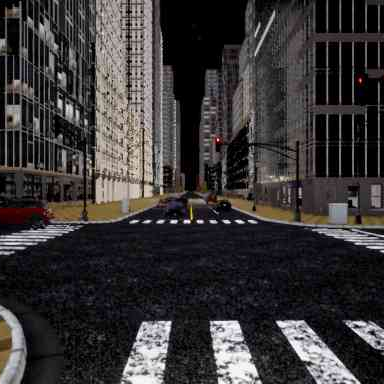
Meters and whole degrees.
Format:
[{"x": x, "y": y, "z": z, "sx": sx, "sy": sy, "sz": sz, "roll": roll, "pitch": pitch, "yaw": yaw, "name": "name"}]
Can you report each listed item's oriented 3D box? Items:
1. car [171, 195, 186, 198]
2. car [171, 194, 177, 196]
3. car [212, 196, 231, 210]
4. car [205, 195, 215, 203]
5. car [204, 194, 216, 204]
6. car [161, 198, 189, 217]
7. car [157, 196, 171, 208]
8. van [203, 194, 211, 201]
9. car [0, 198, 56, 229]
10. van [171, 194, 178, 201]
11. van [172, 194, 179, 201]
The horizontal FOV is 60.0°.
[{"x": -1.582, "y": 1.536, "z": 46.159, "sx": 1.812, "sy": 1.442, "sz": 4.674, "roll": 0, "pitch": 0, "yaw": 0, "name": "car"}, {"x": -4.133, "y": 1.563, "z": 63.861, "sx": 1.947, "sy": 1.339, "sz": 4.313, "roll": 0, "pitch": 0, "yaw": 0, "name": "car"}, {"x": 3.902, "y": 1.579, "z": 41.790, "sx": 1.947, "sy": 1.339, "sz": 4.313, "roll": 0, "pitch": 0, "yaw": 0, "name": "car"}, {"x": 3.720, "y": 1.432, "z": 69.427, "sx": 1.967, "sy": 1.590, "sz": 4.097, "roll": 0, "pitch": 0, "yaw": 0, "name": "car"}, {"x": 3.747, "y": 1.312, "z": 63.899, "sx": 2.192, "sy": 1.841, "sz": 5.009, "roll": 0, "pitch": 0, "yaw": 0, "name": "car"}, {"x": -1.495, "y": 1.565, "z": 31.302, "sx": 2.033, "sy": 1.411, "sz": 5.357, "roll": 0, "pitch": 0, "yaw": -1, "name": "car"}, {"x": -4.054, "y": 1.592, "z": 47.278, "sx": 1.802, "sy": 1.307, "sz": 4.206, "roll": 0, "pitch": 0, "yaw": 0, "name": "car"}, {"x": 3.667, "y": 1.320, "z": 80.482, "sx": 1.690, "sy": 1.788, "sz": 3.998, "roll": 0, "pitch": 0, "yaw": 0, "name": "van"}, {"x": -10.491, "y": 1.177, "z": 19.456, "sx": 4.553, "sy": 1.767, "sz": 2.097, "roll": 1, "pitch": 0, "yaw": -8, "name": "car"}, {"x": -4.213, "y": 1.320, "z": 80.444, "sx": 1.690, "sy": 1.788, "sz": 3.998, "roll": 0, "pitch": 0, "yaw": 0, "name": "van"}, {"x": -4.239, "y": 1.314, "z": 85.971, "sx": 1.690, "sy": 1.788, "sz": 3.998, "roll": 0, "pitch": 0, "yaw": 0, "name": "van"}]
